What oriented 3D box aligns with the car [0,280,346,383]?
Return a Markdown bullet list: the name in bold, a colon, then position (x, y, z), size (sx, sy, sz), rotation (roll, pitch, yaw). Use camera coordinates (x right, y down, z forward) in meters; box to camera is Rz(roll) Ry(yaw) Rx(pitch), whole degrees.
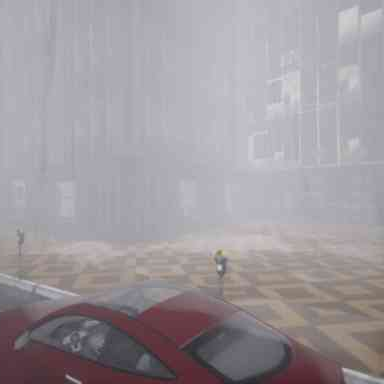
- **car**: position (-0.660, 1.604, 3.343), size (4.206, 1.307, 1.802), rotation (-1, 0, 35)
